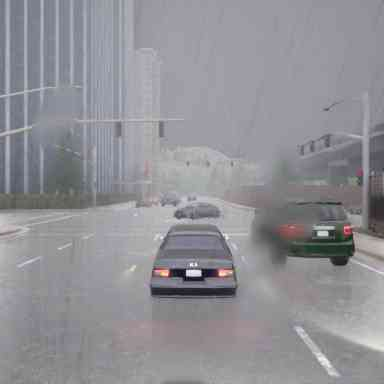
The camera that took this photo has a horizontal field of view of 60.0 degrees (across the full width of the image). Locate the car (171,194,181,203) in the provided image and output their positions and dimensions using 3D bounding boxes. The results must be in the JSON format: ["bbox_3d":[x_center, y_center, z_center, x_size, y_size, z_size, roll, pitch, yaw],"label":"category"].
[{"bbox_3d":[-3.478,1.355,72.579,2.097,1.767,4.553,0,0,0],"label":"car"}]

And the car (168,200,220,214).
[{"bbox_3d":[0.431,1.588,27.763,4.181,1.385,1.994,0,0,-43],"label":"car"}]

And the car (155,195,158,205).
[{"bbox_3d":[-7.061,1.352,58.115,2.097,1.767,4.553,0,0,0],"label":"car"}]

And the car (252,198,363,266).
[{"bbox_3d":[3.575,1.221,11.697,2.150,2.045,5.566,0,0,1],"label":"car"}]

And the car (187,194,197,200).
[{"bbox_3d":[0.024,1.355,78.682,2.097,1.767,4.553,0,0,0],"label":"car"}]

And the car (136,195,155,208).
[{"bbox_3d":[-7.077,1.504,48.923,1.837,1.490,4.892,0,0,0],"label":"car"}]

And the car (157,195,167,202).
[{"bbox_3d":[-6.976,1.516,78.290,1.812,1.442,4.674,0,0,0],"label":"car"}]

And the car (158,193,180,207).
[{"bbox_3d":[-3.572,1.221,52.851,2.150,2.045,5.566,0,0,0],"label":"car"}]

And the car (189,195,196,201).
[{"bbox_3d":[0.027,1.500,88.927,1.837,1.490,4.892,0,0,0],"label":"car"}]

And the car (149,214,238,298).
[{"bbox_3d":[0.057,1.547,8.664,2.033,1.411,5.357,0,0,1],"label":"car"}]

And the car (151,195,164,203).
[{"bbox_3d":[-6.992,1.491,68.052,2.128,1.511,4.902,0,0,0],"label":"car"}]
